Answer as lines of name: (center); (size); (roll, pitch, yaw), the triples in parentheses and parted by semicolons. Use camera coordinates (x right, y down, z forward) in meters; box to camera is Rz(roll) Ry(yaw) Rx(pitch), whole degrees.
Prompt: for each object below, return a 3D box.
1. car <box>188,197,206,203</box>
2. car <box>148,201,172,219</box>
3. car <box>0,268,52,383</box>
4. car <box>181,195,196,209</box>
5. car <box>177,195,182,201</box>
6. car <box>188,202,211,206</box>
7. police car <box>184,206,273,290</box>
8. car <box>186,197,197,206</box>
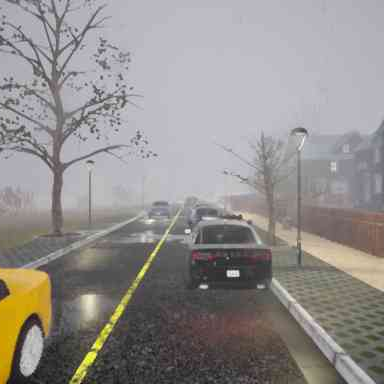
car: (0.807, 1.456, 25.298); (1.801, 1.575, 5.366); (0, 0, 0)
car: (-2.771, 1.527, 29.676); (1.812, 1.442, 4.674); (0, 0, 0)
car: (-2.851, 1.477, 2.555); (1.882, 1.535, 5.008); (0, 0, 0)
car: (-0.015, 1.362, 45.845); (2.097, 1.767, 4.553); (0, 0, 0)
car: (-2.815, 1.548, 86.190); (2.128, 1.511, 4.902); (0, 0, 0)
car: (0.811, 1.525, 19.108); (1.812, 1.442, 4.674); (0, 0, 0)
police car: (0.819, 1.424, 9.218); (1.930, 1.638, 5.238); (0, 0, 0)
car: (-0.042, 1.544, 56.936); (1.812, 1.442, 4.674); (0, 0, 0)
